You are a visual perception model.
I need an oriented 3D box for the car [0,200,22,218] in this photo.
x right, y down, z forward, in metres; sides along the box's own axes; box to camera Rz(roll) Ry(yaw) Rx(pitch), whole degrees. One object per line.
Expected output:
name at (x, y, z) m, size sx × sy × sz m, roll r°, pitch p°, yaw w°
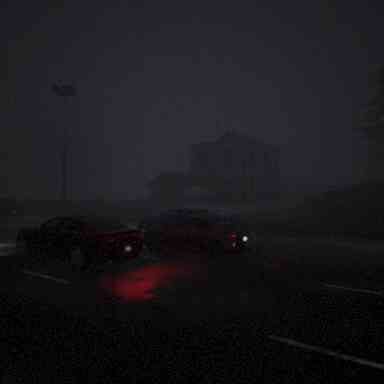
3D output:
car at (-16.581, 1.427, 28.707) m, size 4.902 × 1.511 × 2.128 m, roll 0°, pitch 0°, yaw 36°

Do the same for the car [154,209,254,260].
car at (0.168, 1.551, 12.451) m, size 4.181 × 1.385 × 1.994 m, roll 0°, pitch 0°, yaw 36°

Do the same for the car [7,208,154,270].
car at (-3.850, 1.457, 11.023) m, size 5.008 × 1.535 × 1.882 m, roll 1°, pitch 0°, yaw 36°

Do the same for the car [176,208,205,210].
car at (-0.379, 1.526, 17.153) m, size 5.357 × 1.411 × 2.033 m, roll 0°, pitch 0°, yaw 36°
